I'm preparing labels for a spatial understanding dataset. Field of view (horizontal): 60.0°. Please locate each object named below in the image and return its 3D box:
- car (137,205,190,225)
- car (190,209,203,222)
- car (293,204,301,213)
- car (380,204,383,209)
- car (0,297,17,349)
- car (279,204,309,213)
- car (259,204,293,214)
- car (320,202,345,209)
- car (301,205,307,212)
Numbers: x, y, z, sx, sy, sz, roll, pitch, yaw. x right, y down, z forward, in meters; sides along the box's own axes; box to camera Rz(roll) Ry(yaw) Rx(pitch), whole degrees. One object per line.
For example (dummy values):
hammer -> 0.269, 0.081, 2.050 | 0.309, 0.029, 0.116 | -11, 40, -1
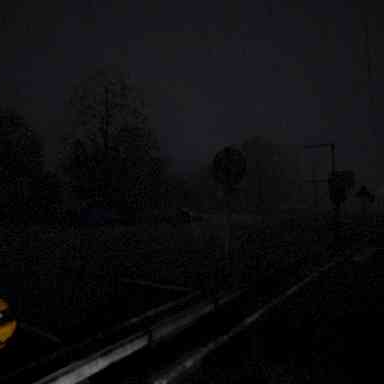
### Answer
car -> -2.893, 2.188, 30.112 | 4.674, 1.452, 2.002 | -1, -2, 35
car -> -1.123, 2.088, 32.747 | 4.553, 1.767, 2.185 | -1, -2, 35
car -> 14.847, 2.791, 55.262 | 4.892, 1.521, 2.231 | -1, -2, 35
car -> 47.274, 3.349, 78.466 | 4.892, 1.521, 2.231 | -1, -2, 35
car -> -4.910, 1.614, 5.421 | 5.366, 1.575, 1.946 | -1, -1, 35
car -> 18.551, 2.964, 60.505 | 4.674, 1.452, 2.002 | -1, -2, 35
car -> 12.954, 2.762, 52.588 | 4.674, 1.452, 2.002 | -1, -2, 35
car -> 34.997, 3.525, 83.756 | 5.008, 1.535, 2.097 | -1, -2, 35
car -> 16.727, 2.859, 57.940 | 5.008, 1.535, 2.097 | -1, -2, 35
